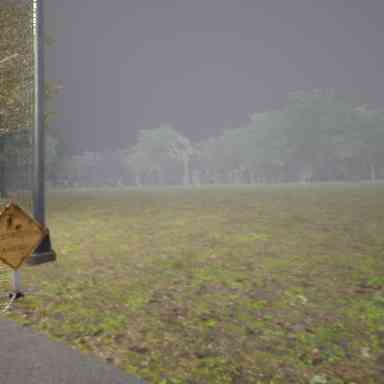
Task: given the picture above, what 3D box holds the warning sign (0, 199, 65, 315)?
[{"bbox_3d":[-3.343,1.112,6.268,1.060,1.860,1.300,-3,1,35],"label":"warning sign"}]
